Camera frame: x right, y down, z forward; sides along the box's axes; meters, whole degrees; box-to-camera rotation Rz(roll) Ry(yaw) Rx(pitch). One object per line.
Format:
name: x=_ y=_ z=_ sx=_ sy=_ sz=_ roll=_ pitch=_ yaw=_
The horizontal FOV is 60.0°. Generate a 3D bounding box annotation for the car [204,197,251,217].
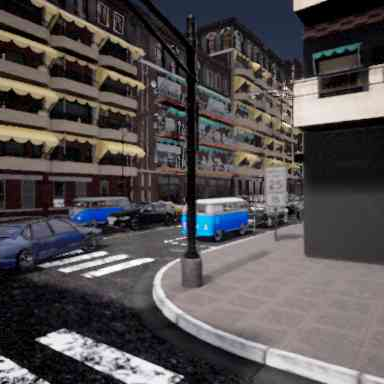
car: x=3.125 y=1.213 z=28.374 sx=1.837 sy=1.490 sz=4.892 roll=0 pitch=0 yaw=35

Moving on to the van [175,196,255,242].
van: x=1.204 y=1.200 z=15.578 sx=1.690 sy=1.788 sz=3.998 roll=1 pitch=1 yaw=35

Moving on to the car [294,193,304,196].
car: x=10.884 y=1.067 z=29.316 sx=1.967 sy=1.590 sz=4.097 roll=1 pitch=1 yaw=35

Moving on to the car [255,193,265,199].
car: x=7.276 y=1.112 z=38.747 sx=2.008 sy=1.369 sz=4.403 roll=1 pitch=1 yaw=35

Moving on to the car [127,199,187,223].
car: x=-2.501 y=1.321 z=24.872 sx=1.752 sy=1.417 sz=4.829 roll=1 pitch=1 yaw=35

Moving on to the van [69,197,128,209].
van: x=-5.629 y=1.212 z=20.429 sx=1.690 sy=1.788 sz=3.998 roll=1 pitch=1 yaw=35

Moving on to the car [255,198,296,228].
car: x=4.430 y=1.333 z=20.160 sx=2.008 sy=1.369 sz=4.403 roll=1 pitch=1 yaw=35

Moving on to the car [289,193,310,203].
car: x=16.957 y=0.898 z=52.484 sx=1.947 sy=1.339 sz=4.313 roll=1 pitch=1 yaw=35

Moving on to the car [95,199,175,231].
car: x=-2.929 y=1.344 z=19.789 sx=2.128 sy=1.511 sz=4.902 roll=0 pitch=1 yaw=35

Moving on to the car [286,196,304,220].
car: x=7.657 y=1.270 z=24.740 sx=1.947 sy=1.339 sz=4.313 roll=1 pitch=1 yaw=35

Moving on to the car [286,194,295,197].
car: x=11.686 y=0.995 z=40.478 sx=2.128 sy=1.511 sz=4.902 roll=0 pitch=1 yaw=35

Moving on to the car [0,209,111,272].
car: x=-5.117 y=1.553 z=10.963 sx=2.033 sy=1.411 sz=5.357 roll=-1 pitch=1 yaw=18
